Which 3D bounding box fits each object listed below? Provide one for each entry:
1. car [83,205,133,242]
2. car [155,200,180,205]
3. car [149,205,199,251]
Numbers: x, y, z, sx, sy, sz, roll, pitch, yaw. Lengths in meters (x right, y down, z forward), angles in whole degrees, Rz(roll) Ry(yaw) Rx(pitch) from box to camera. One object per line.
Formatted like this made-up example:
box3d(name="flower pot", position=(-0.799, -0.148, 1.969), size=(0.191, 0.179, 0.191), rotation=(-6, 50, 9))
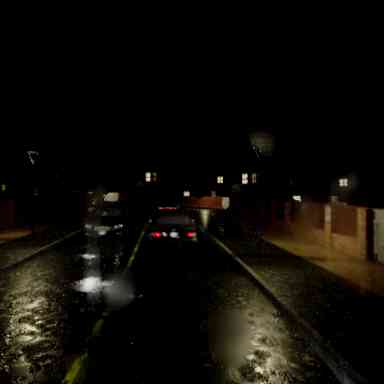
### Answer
box3d(name="car", position=(-3.940, 1.428, 16.237), size=(2.128, 1.511, 4.902), rotation=(0, 0, -5))
box3d(name="car", position=(-1.926, 1.375, 26.393), size=(2.128, 1.511, 4.902), rotation=(0, 0, -5))
box3d(name="car", position=(-0.814, 1.498, 13.873), size=(2.033, 1.411, 5.357), rotation=(0, 0, -5))
